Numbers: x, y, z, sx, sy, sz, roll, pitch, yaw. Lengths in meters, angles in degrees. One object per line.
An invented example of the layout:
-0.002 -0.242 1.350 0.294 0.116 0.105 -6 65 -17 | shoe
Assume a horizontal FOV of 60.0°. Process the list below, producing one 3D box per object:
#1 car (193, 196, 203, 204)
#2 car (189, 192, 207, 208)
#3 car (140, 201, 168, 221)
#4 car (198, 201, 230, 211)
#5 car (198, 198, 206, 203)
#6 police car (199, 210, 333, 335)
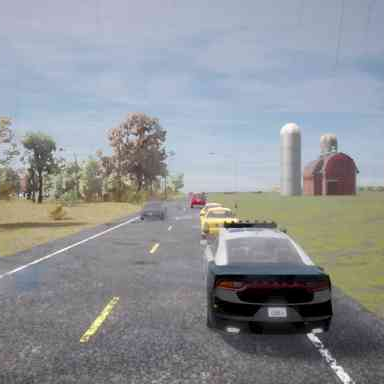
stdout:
1.134 1.483 64.168 1.837 1.490 4.892 0 0 1 | car
0.906 1.212 47.273 2.150 2.045 5.566 0 0 0 | car
-3.095 1.503 27.625 1.837 1.490 4.892 0 0 1 | car
1.376 1.456 17.174 1.801 1.575 5.366 0 0 1 | car
1.479 1.455 23.174 1.801 1.575 5.366 0 0 1 | car
1.203 1.426 7.095 1.930 1.638 5.238 0 0 1 | police car
